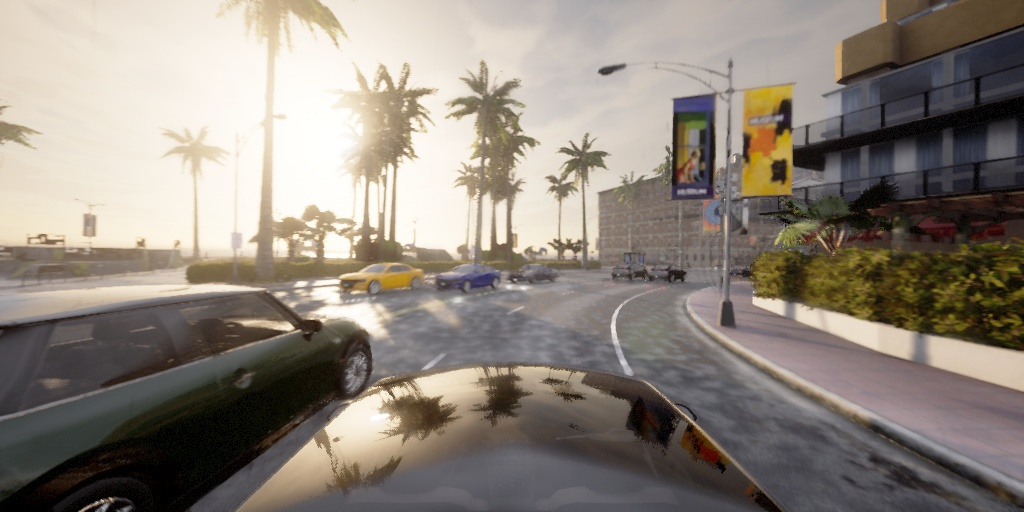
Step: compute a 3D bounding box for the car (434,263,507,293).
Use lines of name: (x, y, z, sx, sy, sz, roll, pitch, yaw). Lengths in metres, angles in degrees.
car: (-2.426, 1.197, 20.685, 1.882, 1.535, 5.008, 1, 0, 27)

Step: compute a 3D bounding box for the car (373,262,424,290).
car: (-6.778, 1.108, 19.068, 1.882, 1.535, 5.008, 1, 0, 24)

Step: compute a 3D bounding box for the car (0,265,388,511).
car: (-3.180, 1.047, 3.520, 2.097, 1.767, 4.553, 1, 0, 2)

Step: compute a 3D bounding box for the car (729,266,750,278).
car: (26.913, 1.799, 41.508, 4.718, 1.301, 1.895, 1, 0, -32)

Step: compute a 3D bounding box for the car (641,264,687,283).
car: (13.218, 1.460, 30.377, 2.128, 1.511, 4.902, 1, 0, 44)

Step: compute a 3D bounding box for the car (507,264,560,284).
car: (1.743, 1.320, 27.325, 2.033, 1.411, 5.357, 1, 0, 35)

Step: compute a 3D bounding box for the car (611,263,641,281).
car: (10.808, 1.419, 32.692, 2.128, 1.511, 4.902, 1, 0, 42)
